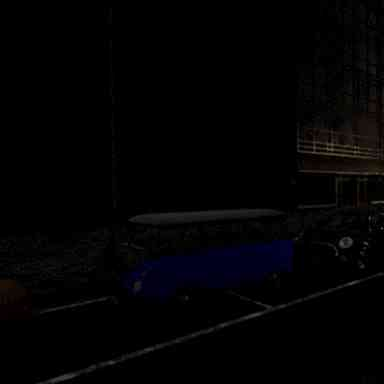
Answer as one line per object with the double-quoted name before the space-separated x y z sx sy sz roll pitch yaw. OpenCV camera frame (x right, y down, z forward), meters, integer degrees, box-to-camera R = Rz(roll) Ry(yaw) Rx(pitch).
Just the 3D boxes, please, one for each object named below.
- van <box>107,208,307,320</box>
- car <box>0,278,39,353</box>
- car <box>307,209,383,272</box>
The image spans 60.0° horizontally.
"van" 0.366 1.277 6.912 3.998 1.788 1.690 -1 1 -36
"car" -4.334 1.549 3.555 4.829 1.417 1.752 -1 1 -36
"car" 4.931 1.291 10.173 4.097 1.590 1.967 -1 1 -36
